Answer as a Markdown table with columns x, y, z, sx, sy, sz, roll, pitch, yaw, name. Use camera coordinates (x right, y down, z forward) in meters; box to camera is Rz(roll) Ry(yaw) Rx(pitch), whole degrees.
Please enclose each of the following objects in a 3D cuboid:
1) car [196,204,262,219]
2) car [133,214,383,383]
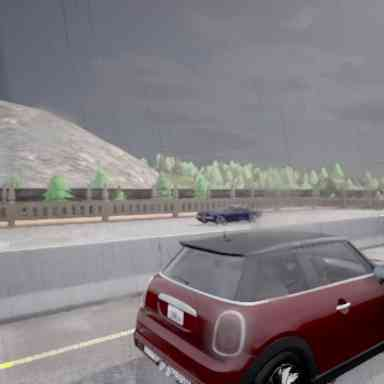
| x | y | z | sx | sy | sz | roll | pitch | yaw | name |
| --- | --- | --- | --- | --- | --- | --- | --- | --- | --- |
| 2.586 | 1.535 | 23.006 | 4.718 | 1.301 | 1.895 | 0 | 0 | -35 | car |
| 1.548 | 1.335 | 4.831 | 4.553 | 1.767 | 2.097 | 0 | 0 | -36 | car |
